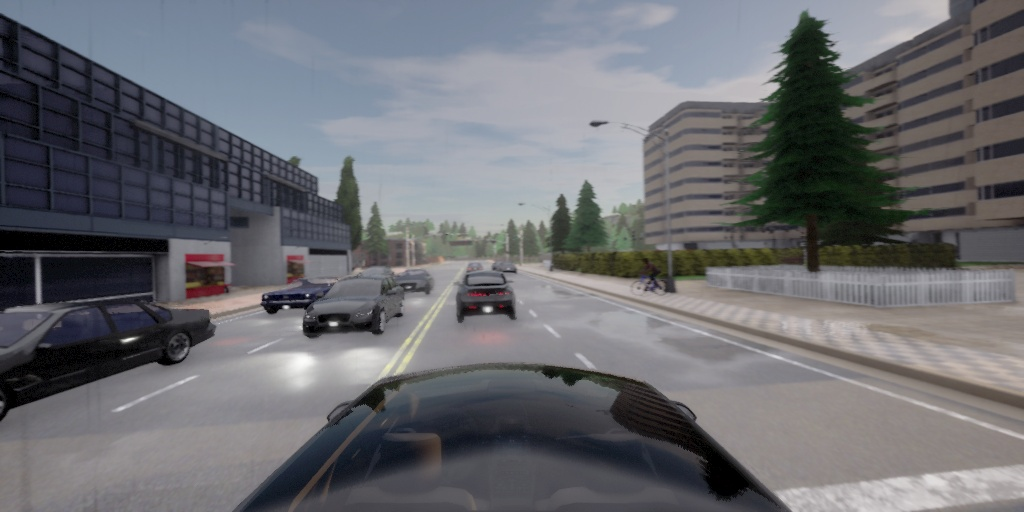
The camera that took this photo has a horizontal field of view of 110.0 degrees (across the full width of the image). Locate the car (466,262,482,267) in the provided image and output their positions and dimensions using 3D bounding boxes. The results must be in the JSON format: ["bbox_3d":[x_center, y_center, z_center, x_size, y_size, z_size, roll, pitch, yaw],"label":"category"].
[{"bbox_3d":[-4.155,1.407,40.404,2.033,1.411,5.357,-1,0,-6],"label":"car"}]

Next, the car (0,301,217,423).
[{"bbox_3d":[-7.436,1.491,5.799,2.033,1.411,5.357,-1,0,-7],"label":"car"}]

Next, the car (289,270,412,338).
[{"bbox_3d":[-4.505,1.372,10.906,1.837,1.490,4.892,-1,0,-7],"label":"car"}]

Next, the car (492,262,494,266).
[{"bbox_3d":[-1.801,1.363,50.979,1.994,1.385,4.181,-1,0,-6],"label":"car"}]

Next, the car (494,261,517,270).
[{"bbox_3d":[-0.602,1.331,40.443,1.994,1.385,4.181,-1,0,-7],"label":"car"}]

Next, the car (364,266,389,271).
[{"bbox_3d":[-9.699,1.481,25.721,1.882,1.535,5.008,-1,0,-6],"label":"car"}]

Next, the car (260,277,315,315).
[{"bbox_3d":[-8.526,1.573,15.328,1.895,1.301,4.718,-1,0,-6],"label":"car"}]

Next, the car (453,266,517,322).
[{"bbox_3d":[-0.969,1.280,12.637,1.837,1.490,4.892,-1,0,-7],"label":"car"}]

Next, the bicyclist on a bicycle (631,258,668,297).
[{"bbox_3d":[5.791,0.899,15.113,1.656,1.620,0.582,-1,0,-6],"label":"bicyclist on a bicycle"}]

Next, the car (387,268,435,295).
[{"bbox_3d":[-5.615,1.461,20.746,1.994,1.385,4.181,-1,0,-6],"label":"car"}]
